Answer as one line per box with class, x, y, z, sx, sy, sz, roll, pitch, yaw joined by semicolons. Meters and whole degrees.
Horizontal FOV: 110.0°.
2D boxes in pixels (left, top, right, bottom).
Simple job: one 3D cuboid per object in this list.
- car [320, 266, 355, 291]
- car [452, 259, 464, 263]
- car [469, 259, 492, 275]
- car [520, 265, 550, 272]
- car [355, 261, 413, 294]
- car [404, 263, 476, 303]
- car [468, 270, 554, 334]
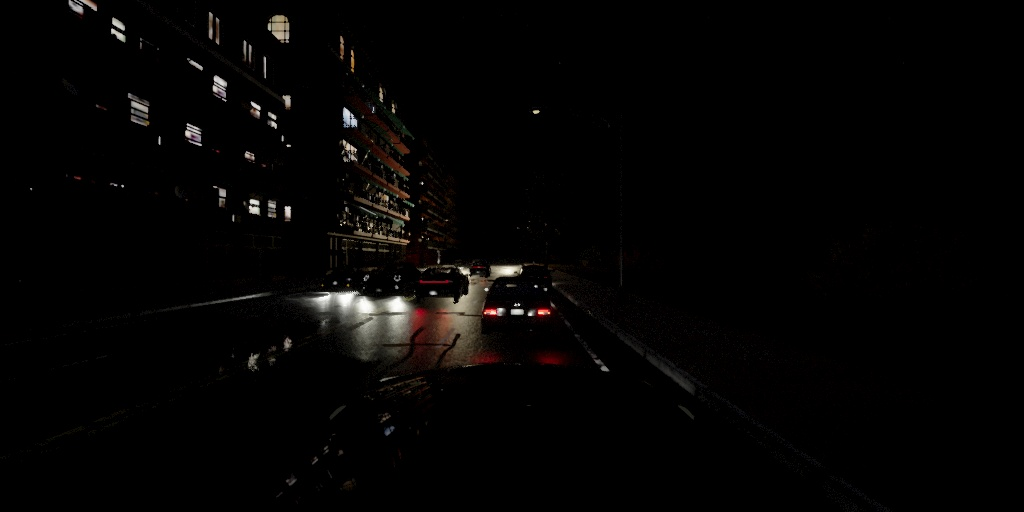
car;-9.807;1.316;21.865;1.994;1.385;4.181;0;0;0
car;-9.665;1.313;64.318;1.994;1.385;4.181;0;0;1
car;-3.078;1.244;34.972;2.128;1.511;4.902;0;0;0
car;1.177;1.257;20.219;1.837;1.490;4.892;0;0;0
car;-6.561;1.104;19.942;2.097;1.767;4.553;0;0;0
car;-3.119;1.244;16.653;2.128;1.511;4.902;0;0;0
car;0.120;1.299;10.531;2.033;1.411;5.357;0;0;0
